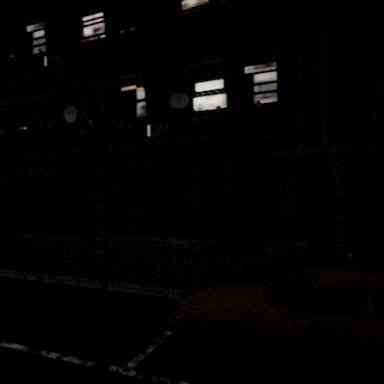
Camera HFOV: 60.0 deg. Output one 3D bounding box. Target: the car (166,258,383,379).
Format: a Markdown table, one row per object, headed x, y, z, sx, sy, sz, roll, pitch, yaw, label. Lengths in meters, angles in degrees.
| x | y | z | sx | sy | sz | roll | pitch | yaw | label |
| --- | --- | --- | --- | --- | --- | --- | --- | --- | --- |
| 2.038 | 1.581 | 4.411 | 4.829 | 1.417 | 1.752 | 0 | -2 | 22 | car |
